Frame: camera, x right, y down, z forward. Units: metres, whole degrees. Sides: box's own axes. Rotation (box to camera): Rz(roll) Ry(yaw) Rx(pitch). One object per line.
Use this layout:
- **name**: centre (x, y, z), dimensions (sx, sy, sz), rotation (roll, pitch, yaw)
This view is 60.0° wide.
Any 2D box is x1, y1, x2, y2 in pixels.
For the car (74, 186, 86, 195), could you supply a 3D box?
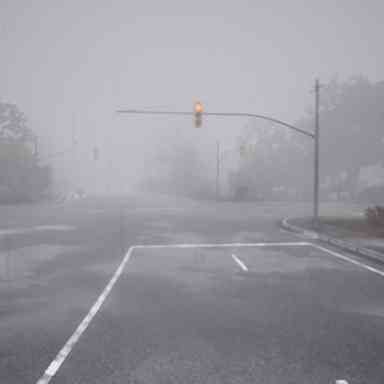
- **car**: centre (-21.826, -0.268, 65.072), dimensions (1.837, 1.490, 4.892), rotation (-1, 2, -19)

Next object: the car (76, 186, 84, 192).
- **car**: centre (-29.746, -0.816, 88.366), dimensions (2.033, 1.411, 5.357), rotation (-1, 2, -18)
